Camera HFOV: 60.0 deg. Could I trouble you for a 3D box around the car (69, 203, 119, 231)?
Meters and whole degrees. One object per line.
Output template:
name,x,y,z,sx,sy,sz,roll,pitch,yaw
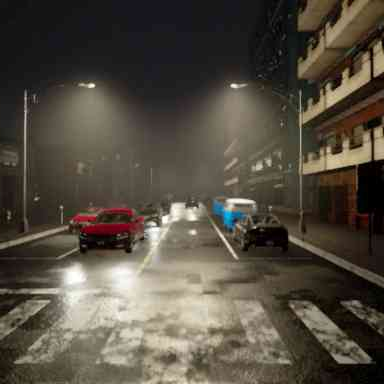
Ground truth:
car,-5.676,1.553,19.250,1.802,1.307,4.206,1,0,0

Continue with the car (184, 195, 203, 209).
car,0.007,1.474,43.190,2.033,1.411,5.357,0,0,0

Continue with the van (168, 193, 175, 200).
van,-5.659,1.139,91.793,1.690,1.788,3.998,1,0,0

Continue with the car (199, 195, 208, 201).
car,2.715,1.381,80.674,2.008,1.369,4.403,1,0,0

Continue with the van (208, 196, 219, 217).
van,2.710,1.293,30.447,1.690,1.788,3.998,1,0,0

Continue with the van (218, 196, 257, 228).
van,2.707,1.311,19.284,1.690,1.788,3.998,1,0,0

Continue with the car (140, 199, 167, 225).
car,-3.084,1.468,23.803,1.837,1.490,4.892,0,0,0

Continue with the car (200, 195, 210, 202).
car,2.714,1.406,69.512,1.887,1.381,4.507,1,0,0

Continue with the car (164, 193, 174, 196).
car,-5.666,1.413,75.053,1.947,1.339,4.313,1,0,0

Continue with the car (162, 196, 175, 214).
car,-3.082,1.436,34.176,2.128,1.511,4.902,0,0,0

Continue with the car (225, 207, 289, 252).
car,2.704,1.530,13.705,2.008,1.369,4.403,1,0,0

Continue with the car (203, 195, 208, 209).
car,2.709,1.455,41.777,1.752,1.417,4.829,1,0,0

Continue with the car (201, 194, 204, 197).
car,2.710,1.471,52.770,1.947,1.339,4.313,1,0,0

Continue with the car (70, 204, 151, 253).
car,-3.086,1.457,13.760,1.882,1.535,5.008,0,0,0
